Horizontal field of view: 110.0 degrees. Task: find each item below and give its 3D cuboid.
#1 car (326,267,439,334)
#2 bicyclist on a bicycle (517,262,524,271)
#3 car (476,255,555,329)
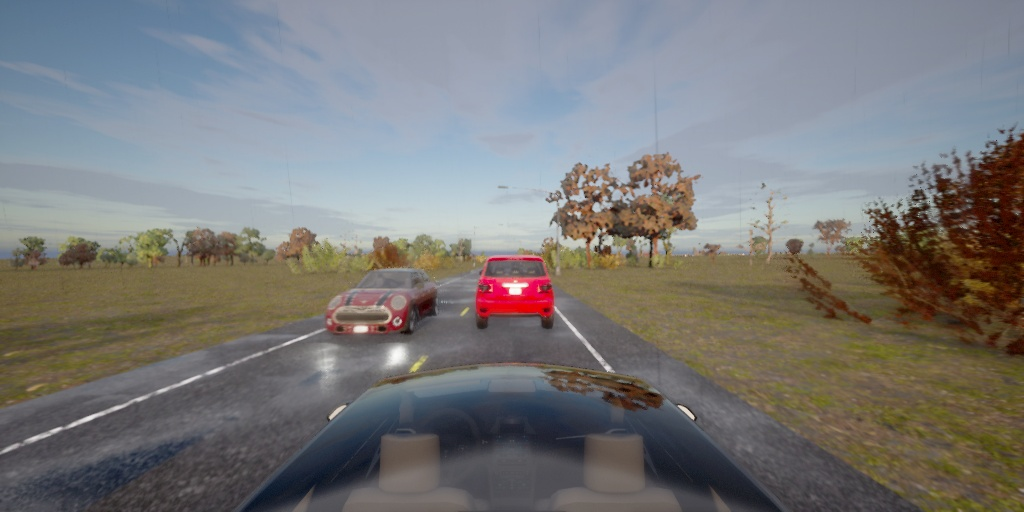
[{"bbox_3d":[-3.615,1.173,10.809,2.097,1.767,4.553,0,0,0],"label":"car"},{"bbox_3d":[0.899,1.397,37.103,0.659,1.776,1.843,0,0,0],"label":"bicyclist on a bicycle"},{"bbox_3d":[0.077,1.042,11.701,2.150,2.045,5.566,0,-1,0],"label":"car"}]
